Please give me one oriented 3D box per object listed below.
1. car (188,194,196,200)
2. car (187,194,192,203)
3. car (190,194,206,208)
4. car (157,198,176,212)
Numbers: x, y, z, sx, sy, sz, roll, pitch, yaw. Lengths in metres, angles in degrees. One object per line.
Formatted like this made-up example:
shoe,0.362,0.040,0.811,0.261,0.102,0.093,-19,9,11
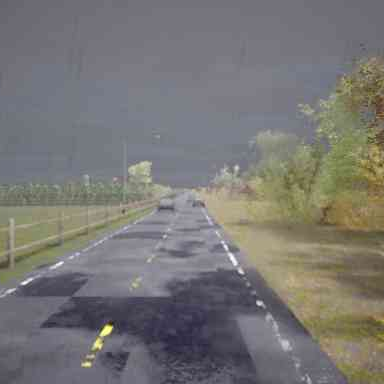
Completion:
car,-0.028,1.176,86.869,1.837,1.490,4.892,0,0,0
car,-0.022,1.461,66.078,2.033,1.411,5.357,0,0,0
car,0.946,1.480,48.065,1.812,1.442,4.674,0,0,0
car,-2.852,1.449,37.921,1.882,1.535,5.008,0,0,0
